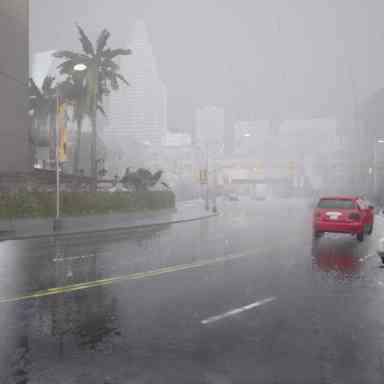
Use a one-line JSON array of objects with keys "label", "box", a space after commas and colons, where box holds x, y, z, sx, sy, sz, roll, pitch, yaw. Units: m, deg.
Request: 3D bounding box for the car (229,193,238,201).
[{"label": "car", "box": [10.797, 1.289, 87.333, 2.185, 1.767, 4.553, 0, 0, 7]}]

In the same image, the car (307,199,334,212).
[{"label": "car", "box": [15.061, 1.540, 39.205, 1.994, 1.385, 4.181, 0, 0, 8]}]

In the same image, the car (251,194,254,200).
[{"label": "car", "box": [17.683, 1.460, 89.808, 1.812, 1.442, 4.674, 0, 0, 7]}]

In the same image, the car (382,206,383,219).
[{"label": "car", "box": [14.959, 1.466, 23.806, 1.882, 1.535, 5.008, 0, 0, 23]}]

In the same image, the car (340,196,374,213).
[{"label": "car", "box": [18.272, 1.331, 37.122, 2.097, 1.767, 4.553, 0, 0, 9]}]

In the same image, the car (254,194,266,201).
[{"label": "car", "box": [16.396, 1.422, 79.147, 1.882, 1.535, 5.008, 0, 0, 7]}]

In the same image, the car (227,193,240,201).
[{"label": "car", "box": [10.165, 1.419, 80.938, 2.097, 1.535, 5.008, 0, 0, 7]}]

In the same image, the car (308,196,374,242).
[{"label": "car", "box": [7.707, 1.211, 16.775, 2.150, 2.045, 5.566, 0, 0, 34]}]

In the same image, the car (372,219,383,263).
[{"label": "car", "box": [7.538, 1.596, 10.801, 1.895, 1.301, 4.718, 0, 0, 40]}]
